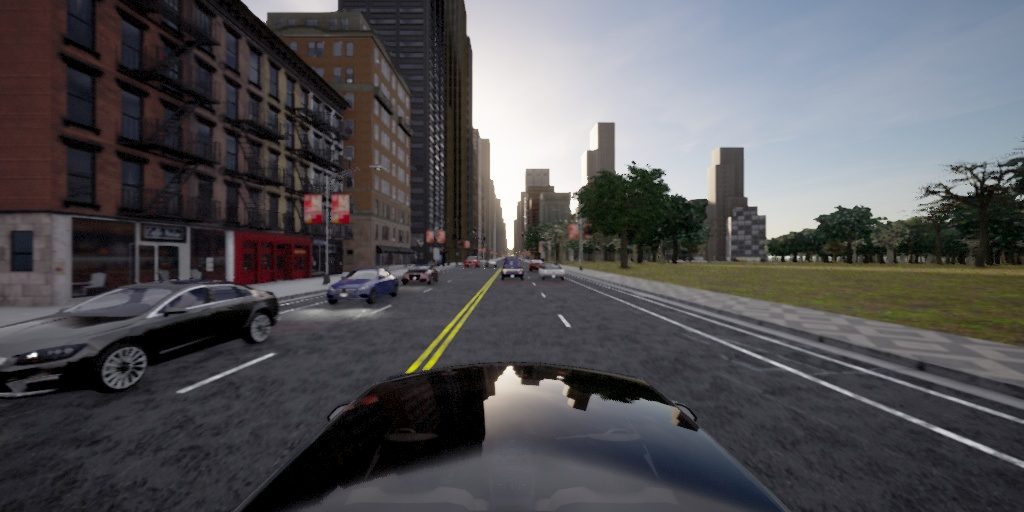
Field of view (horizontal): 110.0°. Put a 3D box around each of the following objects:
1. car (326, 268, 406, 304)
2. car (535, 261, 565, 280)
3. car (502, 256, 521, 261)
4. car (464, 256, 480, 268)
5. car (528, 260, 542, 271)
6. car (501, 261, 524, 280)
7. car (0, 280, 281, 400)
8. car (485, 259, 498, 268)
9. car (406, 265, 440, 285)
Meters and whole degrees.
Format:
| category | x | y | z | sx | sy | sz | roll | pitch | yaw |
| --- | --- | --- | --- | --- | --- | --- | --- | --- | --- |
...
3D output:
| category | x | y | z | sx | sy | sz | roll | pitch | yaw |
| --- | --- | --- | --- | --- | --- | --- | --- | --- | --- |
| car | -6.625 | 1.283 | 16.489 | 1.812 | 1.442 | 4.674 | 0 | 0 | 0 |
| car | 3.293 | 1.345 | 30.585 | 1.895 | 1.301 | 4.718 | 0 | 0 | 0 |
| car | -0.032 | 0.973 | 45.874 | 2.150 | 2.045 | 5.566 | 0 | 0 | 0 |
| car | -6.644 | 1.008 | 59.750 | 2.150 | 2.045 | 5.566 | 0 | 0 | 0 |
| car | 3.230 | 1.224 | 47.730 | 1.882 | 1.535 | 5.008 | 0 | 0 | 0 |
| car | 0.045 | 1.349 | 30.970 | 1.895 | 1.301 | 4.718 | 0 | 0 | 0 |
| car | -6.604 | 1.250 | 6.777 | 2.128 | 1.511 | 4.902 | 0 | 0 | 0 |
| car | -3.396 | 1.290 | 59.323 | 1.812 | 1.442 | 4.674 | 0 | 0 | 0 |
| car | -6.612 | 1.321 | 26.397 | 1.994 | 1.385 | 4.181 | 0 | 0 | 0 |
